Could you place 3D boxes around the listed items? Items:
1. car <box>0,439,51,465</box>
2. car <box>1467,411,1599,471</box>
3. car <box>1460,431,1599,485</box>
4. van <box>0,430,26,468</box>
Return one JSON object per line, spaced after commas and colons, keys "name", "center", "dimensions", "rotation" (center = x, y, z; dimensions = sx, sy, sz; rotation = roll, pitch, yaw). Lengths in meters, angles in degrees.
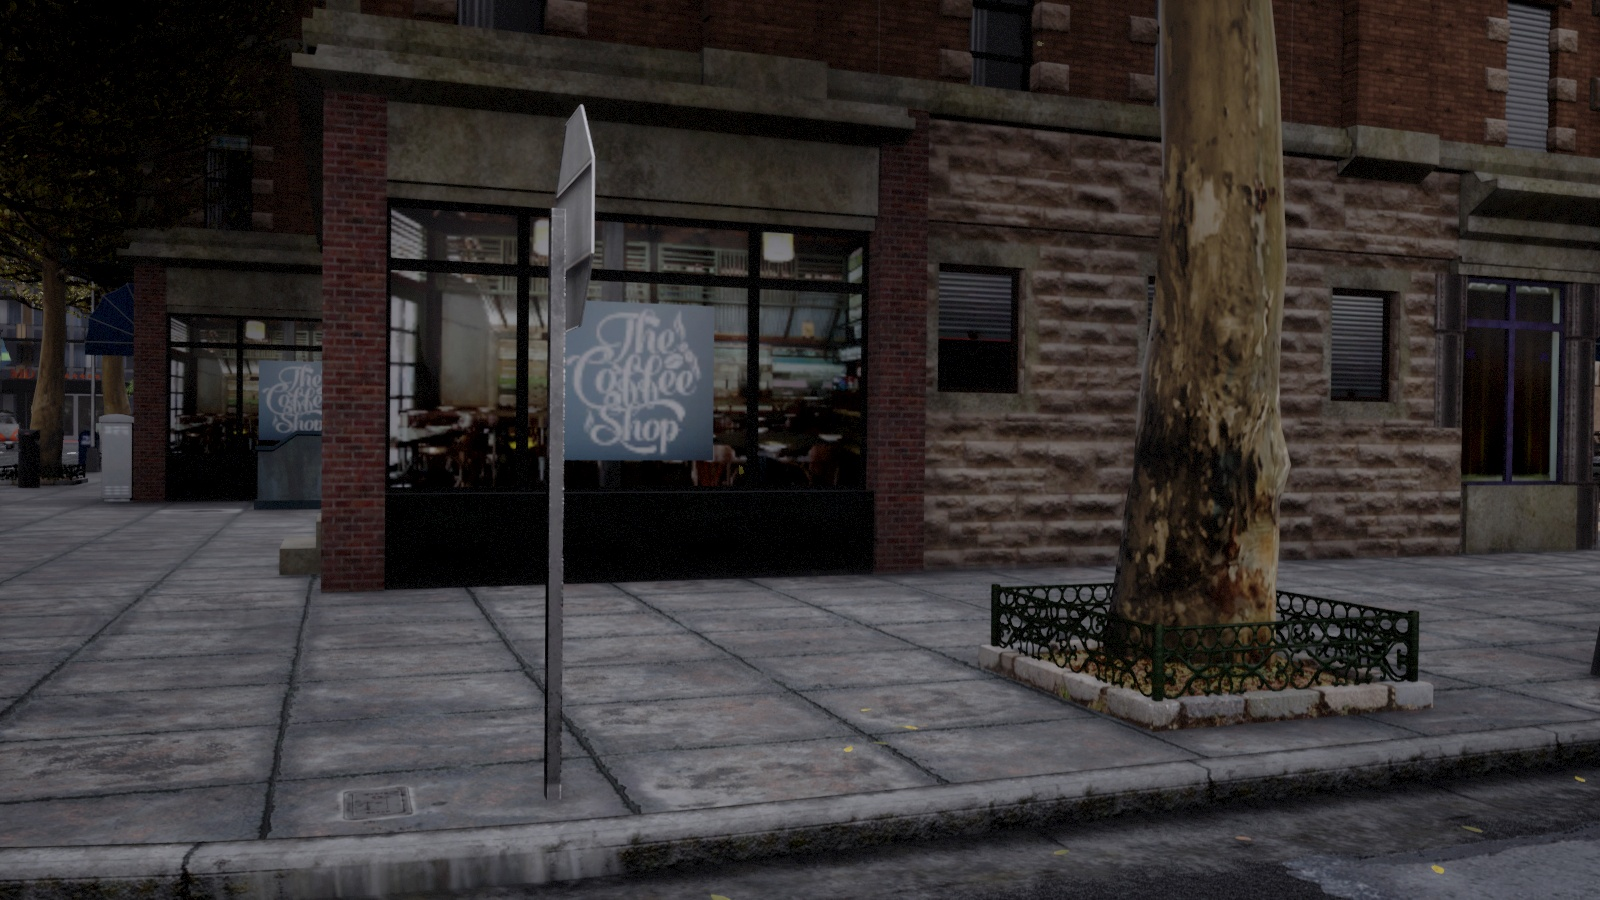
{"name": "car", "center": [-46.585, 0.112, 73.686], "dimensions": [4.193, 1.474, 1.816], "rotation": [-1, 1, -20]}
{"name": "car", "center": [24.848, -0.322, 41.748], "dimensions": [1.932, 1.855, 4.605], "rotation": [-1, 1, -20]}
{"name": "car", "center": [19.733, 0.167, 32.393], "dimensions": [1.895, 1.301, 4.718], "rotation": [-1, 1, -21]}
{"name": "van", "center": [-43.260, -0.069, 66.533], "dimensions": [4.442, 1.987, 1.775], "rotation": [0, 1, 28]}
